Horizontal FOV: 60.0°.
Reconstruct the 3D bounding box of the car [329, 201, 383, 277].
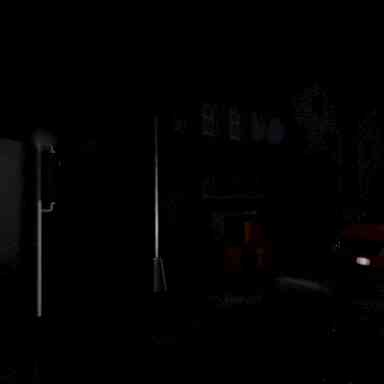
[{"bbox_3d":[6.133,1.239,9.280,5.566,2.045,2.150,0,0,-37],"label":"car"}]
